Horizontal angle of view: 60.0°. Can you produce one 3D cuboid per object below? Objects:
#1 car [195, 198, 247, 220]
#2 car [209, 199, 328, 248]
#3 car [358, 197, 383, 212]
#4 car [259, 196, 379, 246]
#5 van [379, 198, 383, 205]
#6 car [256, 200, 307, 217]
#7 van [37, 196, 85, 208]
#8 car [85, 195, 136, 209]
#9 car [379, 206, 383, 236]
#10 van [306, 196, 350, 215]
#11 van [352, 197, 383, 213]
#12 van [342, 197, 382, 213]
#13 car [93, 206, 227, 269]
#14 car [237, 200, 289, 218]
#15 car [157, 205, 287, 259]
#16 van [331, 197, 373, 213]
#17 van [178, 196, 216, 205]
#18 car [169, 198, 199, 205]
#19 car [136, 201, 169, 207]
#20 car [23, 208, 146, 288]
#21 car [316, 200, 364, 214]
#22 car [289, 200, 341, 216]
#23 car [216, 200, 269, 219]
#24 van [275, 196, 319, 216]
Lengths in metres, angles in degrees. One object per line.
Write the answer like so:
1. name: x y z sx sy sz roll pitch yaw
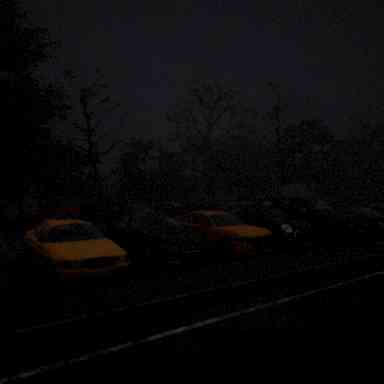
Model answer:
1. car: 2.532 1.465 30.077 2.185 1.767 4.553 1 0 -35
2. car: 3.139 1.375 14.530 2.185 1.767 4.553 1 0 -35
3. car: 27.239 1.820 47.668 2.435 2.045 5.566 2 -1 -35
4. car: 5.433 1.277 16.090 2.435 2.045 5.566 1 0 -35
5. van: 12.133 1.393 21.037 1.878 1.987 4.442 1 0 -35
6. car: 9.287 1.683 34.917 2.231 1.521 4.892 1 0 -35
7. van: -8.933 1.237 22.098 1.878 1.987 4.442 0 0 -35
8. car: -6.524 1.226 23.702 2.435 2.045 5.566 0 0 -35
9. car: 7.659 1.588 17.745 2.163 1.488 4.792 1 0 -35
10. van: 16.123 1.547 39.646 1.878 1.987 4.442 1 0 -35
11. van: 24.898 1.770 46.179 1.878 1.987 4.442 2 -1 -35
12. van: 22.744 1.699 44.646 1.878 1.987 4.442 2 -1 -35
13. car: -1.367 1.464 11.291 2.231 1.521 4.892 0 0 -35
14. car: 7.030 1.651 33.311 2.097 1.535 5.008 1 0 -35
15. car: 0.891 1.477 12.899 2.097 1.535 5.008 1 0 -35
16. van: 20.515 1.621 42.773 1.878 1.987 4.442 1 -1 -35
17. van: 0.191 1.335 28.592 1.878 1.987 4.442 1 0 -35
18. car: -1.997 1.531 26.883 2.231 1.521 4.892 1 0 -35
19. car: -4.147 1.499 25.133 1.946 1.575 5.366 1 0 -35
20. car: -3.512 1.453 9.529 1.946 1.575 5.366 0 0 -35
21. car: 18.307 1.802 41.351 2.097 1.535 5.008 1 0 -35
22. car: 13.905 1.739 37.984 1.946 1.575 5.366 1 0 -35
23. car: 4.671 1.620 31.631 2.097 1.535 5.008 1 0 -35
24. van: 11.475 1.486 36.624 1.878 1.987 4.442 1 0 -35
